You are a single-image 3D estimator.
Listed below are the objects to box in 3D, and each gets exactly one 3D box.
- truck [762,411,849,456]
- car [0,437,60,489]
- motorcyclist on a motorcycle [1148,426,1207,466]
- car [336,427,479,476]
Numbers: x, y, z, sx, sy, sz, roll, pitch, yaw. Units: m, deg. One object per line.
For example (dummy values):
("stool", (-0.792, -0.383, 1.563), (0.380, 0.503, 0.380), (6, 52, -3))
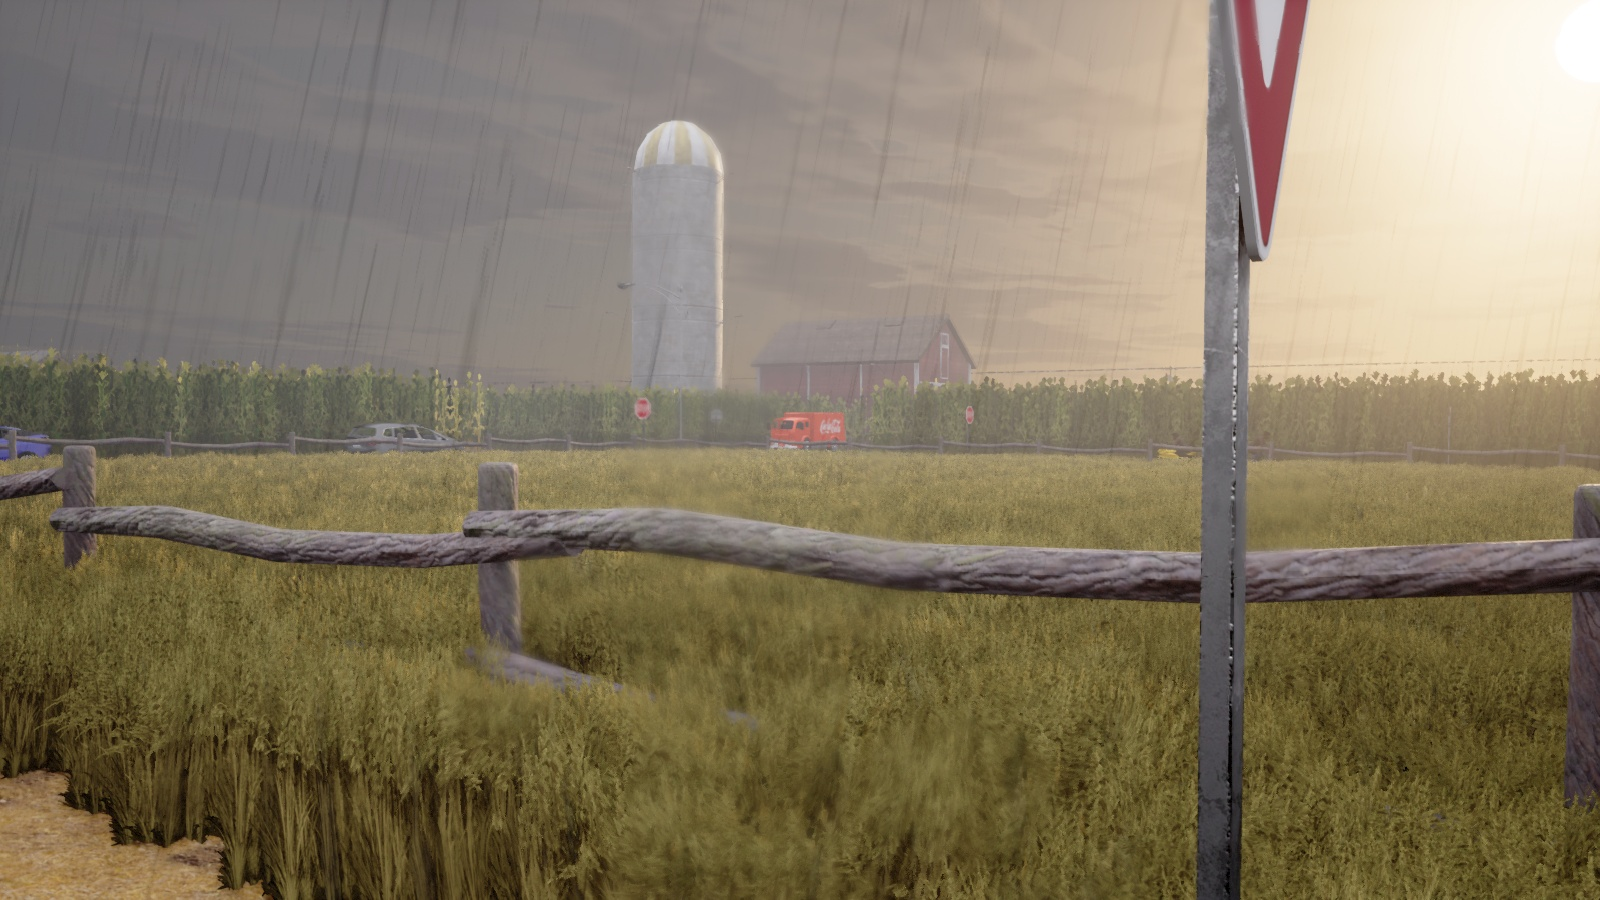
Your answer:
("truck", (0.353, -0.987, 73.746), (2.627, 2.467, 5.204), (0, 2, 34))
("car", (-24.467, 0.398, 36.648), (2.007, 1.525, 4.514), (0, 1, 34))
("motorcyclist on a motorcycle", (14.613, -0.173, 48.679), (2.044, 1.523, 0.797), (1, 1, 34))
("car", (-14.364, 0.028, 46.173), (2.242, 1.667, 4.611), (0, 1, 34))
